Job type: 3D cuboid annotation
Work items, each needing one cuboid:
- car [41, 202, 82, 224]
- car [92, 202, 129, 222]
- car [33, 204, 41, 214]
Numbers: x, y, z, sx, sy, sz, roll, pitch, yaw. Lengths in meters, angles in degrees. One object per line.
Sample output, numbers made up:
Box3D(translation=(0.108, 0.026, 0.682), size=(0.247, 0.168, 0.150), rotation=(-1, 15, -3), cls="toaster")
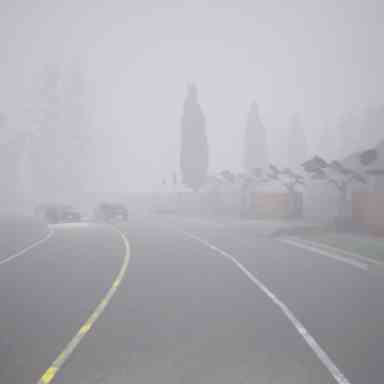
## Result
Box3D(translation=(-10.027, 1.640, 25.802), size=(1.994, 1.385, 4.181), rotation=(0, -1, -35), cls="car")
Box3D(translation=(-6.753, 1.592, 27.366), size=(1.837, 1.490, 4.892), rotation=(0, 0, -32), cls="car")
Box3D(translation=(-16.121, 1.779, 37.498), size=(4.181, 1.385, 1.994), rotation=(-1, -1, 38), cls="car")
